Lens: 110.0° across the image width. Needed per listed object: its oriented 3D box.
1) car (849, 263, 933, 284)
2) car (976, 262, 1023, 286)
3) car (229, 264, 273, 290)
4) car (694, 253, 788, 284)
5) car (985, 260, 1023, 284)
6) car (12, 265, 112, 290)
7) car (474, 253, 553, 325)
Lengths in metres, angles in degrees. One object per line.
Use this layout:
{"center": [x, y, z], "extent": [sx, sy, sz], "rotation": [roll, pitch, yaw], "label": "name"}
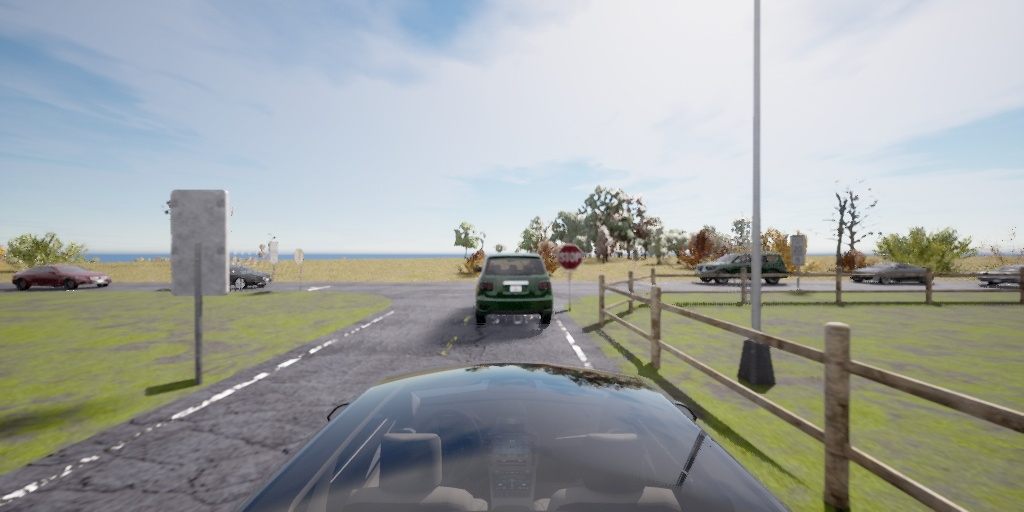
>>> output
{"center": [25.423, 1.138, 24.153], "extent": [4.181, 1.385, 1.994], "rotation": [0, 0, 0], "label": "car"}
{"center": [30.861, 1.184, 21.157], "extent": [4.718, 1.301, 1.895], "rotation": [0, 0, 0], "label": "car"}
{"center": [-17.101, 1.200, 21.548], "extent": [4.892, 1.490, 1.837], "rotation": [0, 0, 1], "label": "car"}
{"center": [15.382, 0.816, 24.236], "extent": [5.566, 2.045, 2.150], "rotation": [0, 0, 0], "label": "car"}
{"center": [35.633, 1.053, 24.054], "extent": [4.902, 1.511, 2.128], "rotation": [0, 0, 1], "label": "car"}
{"center": [-27.125, 1.249, 21.641], "extent": [4.674, 1.442, 1.812], "rotation": [0, 0, 1], "label": "car"}
{"center": [-0.053, 0.920, 11.823], "extent": [2.150, 2.045, 5.566], "rotation": [0, 0, -3], "label": "car"}
